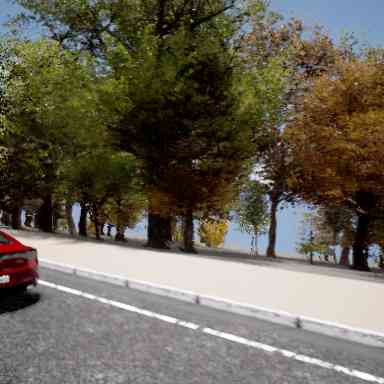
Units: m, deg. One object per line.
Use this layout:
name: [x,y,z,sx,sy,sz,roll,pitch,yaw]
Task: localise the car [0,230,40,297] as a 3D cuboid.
car: [-5.501,1.457,7.587,5.008,1.535,1.882,0,0,36]
